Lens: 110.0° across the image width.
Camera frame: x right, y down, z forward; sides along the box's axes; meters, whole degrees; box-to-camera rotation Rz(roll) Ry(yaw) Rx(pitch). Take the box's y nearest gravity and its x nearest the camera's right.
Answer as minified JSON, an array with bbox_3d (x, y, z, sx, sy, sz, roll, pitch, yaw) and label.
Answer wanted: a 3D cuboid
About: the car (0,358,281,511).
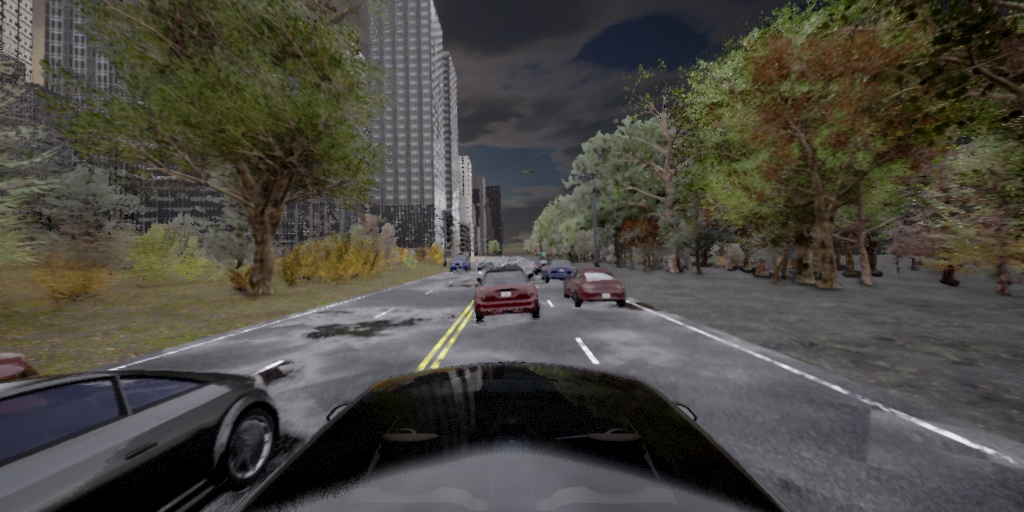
[{"bbox_3d":[-3.395,1.505,1.953,1.994,1.385,4.181,-7,-1,0],"label":"car"}]

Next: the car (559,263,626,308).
[{"bbox_3d":[3.248,1.187,14.666,1.812,1.442,4.674,0,0,0],"label":"car"}]

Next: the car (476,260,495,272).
[{"bbox_3d":[-3.337,1.220,45.888,1.994,1.385,4.181,-2,0,0],"label":"car"}]

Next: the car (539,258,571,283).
[{"bbox_3d":[3.249,0.932,25.641,2.097,1.767,4.553,0,0,0],"label":"car"}]

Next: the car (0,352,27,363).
[{"bbox_3d":[-6.615,1.585,2.423,1.812,1.442,4.674,-2,0,0],"label":"car"}]

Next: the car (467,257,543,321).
[{"bbox_3d":[-0.220,1.133,13.224,2.097,1.767,4.553,-4,2,-1],"label":"car"}]

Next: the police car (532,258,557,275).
[{"bbox_3d":[3.228,1.047,36.682,2.038,1.542,4.974,-2,0,0],"label":"police car"}]

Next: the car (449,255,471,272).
[{"bbox_3d":[-6.590,0.965,46.121,2.150,2.045,5.566,-2,0,0],"label":"car"}]
